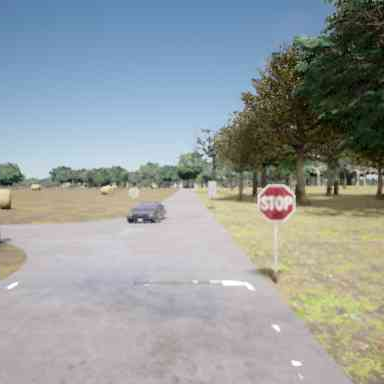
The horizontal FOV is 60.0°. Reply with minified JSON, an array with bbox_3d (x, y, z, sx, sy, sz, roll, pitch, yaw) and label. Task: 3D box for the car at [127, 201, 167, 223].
[{"bbox_3d":[-2.990,1.334,23.482,2.033,1.411,5.357,0,1,6],"label":"car"}]
